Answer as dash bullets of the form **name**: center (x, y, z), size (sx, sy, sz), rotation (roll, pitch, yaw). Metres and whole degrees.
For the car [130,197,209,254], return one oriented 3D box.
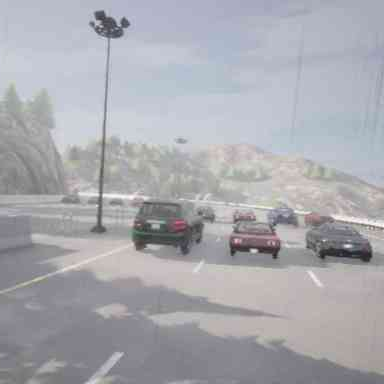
- **car**: center (-0.840, 1.359, 14.508), size (2.150, 2.045, 5.566), rotation (3, 0, 10)

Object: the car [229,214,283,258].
- **car**: center (2.659, 1.906, 14.351), size (1.895, 1.301, 4.718), rotation (3, -1, 10)

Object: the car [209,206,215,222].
- **car**: center (1.176, 2.002, 31.144), size (1.994, 1.385, 4.181), rotation (3, -1, 5)

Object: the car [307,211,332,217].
- **car**: center (11.649, 2.464, 30.526), size (1.812, 1.442, 4.674), rotation (3, 0, 5)

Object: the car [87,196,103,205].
- **car**: center (-16.201, 1.396, 56.004), size (1.837, 1.490, 4.892), rotation (3, 0, -3)

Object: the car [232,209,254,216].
- **car**: center (4.583, 2.189, 29.945), size (1.895, 1.301, 4.718), rotation (3, -1, 5)

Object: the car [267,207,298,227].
- **car**: center (8.113, 2.113, 30.116), size (2.097, 1.767, 4.553), rotation (3, -1, 5)

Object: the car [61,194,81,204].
- **car**: center (-19.600, 1.055, 54.043), size (2.097, 1.767, 4.553), rotation (3, -1, -3)

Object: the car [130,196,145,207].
- **car**: center (-9.272, 1.595, 57.016), size (2.097, 1.767, 4.553), rotation (3, -1, -3)

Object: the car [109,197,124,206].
- **car**: center (-12.756, 1.632, 56.648), size (1.994, 1.385, 4.181), rotation (3, -1, -3)

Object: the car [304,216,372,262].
- **car**: center (6.235, 2.046, 14.552), size (1.994, 1.385, 4.181), rotation (3, -1, 10)
